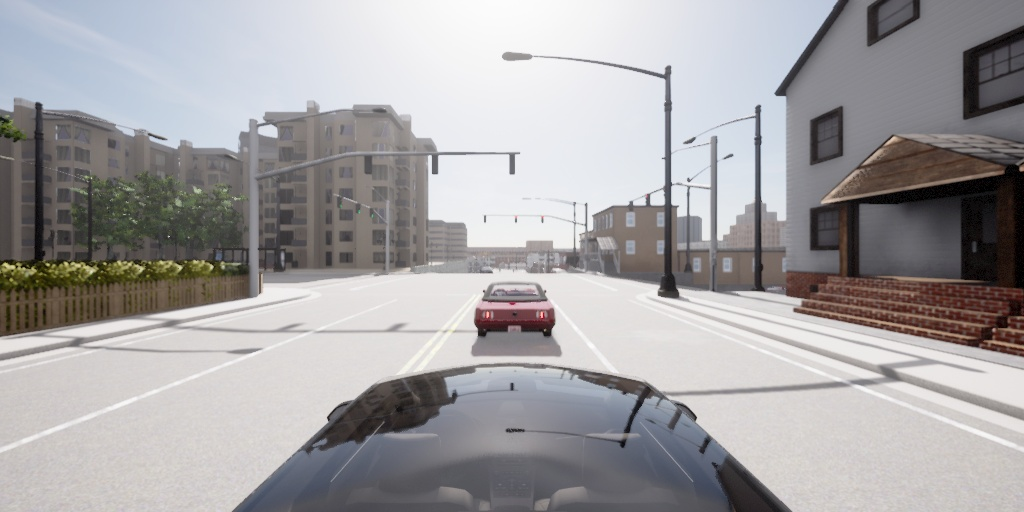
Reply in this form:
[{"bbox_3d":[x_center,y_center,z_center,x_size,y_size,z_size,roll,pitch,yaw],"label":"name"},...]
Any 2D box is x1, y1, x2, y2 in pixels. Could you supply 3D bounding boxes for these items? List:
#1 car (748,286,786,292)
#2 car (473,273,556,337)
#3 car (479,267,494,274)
[{"bbox_3d":[22.533,3.281,30.142,5.008,1.535,1.882,9,0,0],"label":"car"},{"bbox_3d":[0.077,1.349,10.245,1.895,1.301,4.718,0,0,0],"label":"car"},{"bbox_3d":[-3.577,2.279,51.325,1.812,1.442,4.674,0,-8,0],"label":"car"}]
